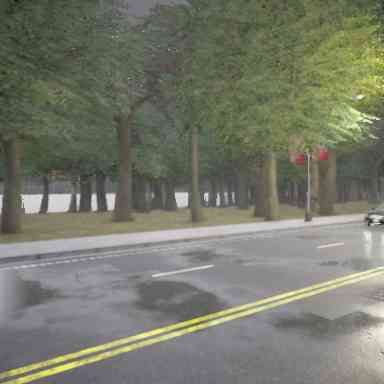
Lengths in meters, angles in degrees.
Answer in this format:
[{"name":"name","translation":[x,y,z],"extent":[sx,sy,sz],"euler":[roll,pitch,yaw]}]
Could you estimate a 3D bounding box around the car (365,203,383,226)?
[{"name":"car","translation":[12.607,1.363,20.592],"extent":[4.902,1.511,2.128],"euler":[0,0,-35]}]
